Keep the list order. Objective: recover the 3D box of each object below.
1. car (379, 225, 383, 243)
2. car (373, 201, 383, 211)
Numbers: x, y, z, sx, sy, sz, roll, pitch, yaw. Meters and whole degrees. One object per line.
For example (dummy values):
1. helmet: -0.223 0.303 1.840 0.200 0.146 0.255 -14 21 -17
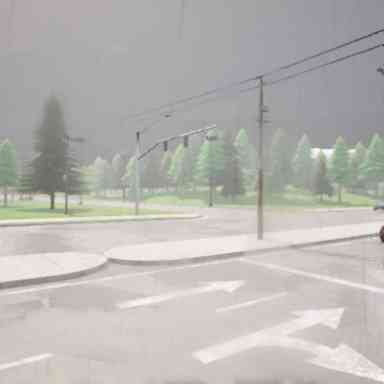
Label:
1. car: 10.850 1.752 16.058 4.181 1.385 1.994 1 0 -37
2. car: 28.295 2.057 48.406 4.674 1.442 1.812 1 0 -35
